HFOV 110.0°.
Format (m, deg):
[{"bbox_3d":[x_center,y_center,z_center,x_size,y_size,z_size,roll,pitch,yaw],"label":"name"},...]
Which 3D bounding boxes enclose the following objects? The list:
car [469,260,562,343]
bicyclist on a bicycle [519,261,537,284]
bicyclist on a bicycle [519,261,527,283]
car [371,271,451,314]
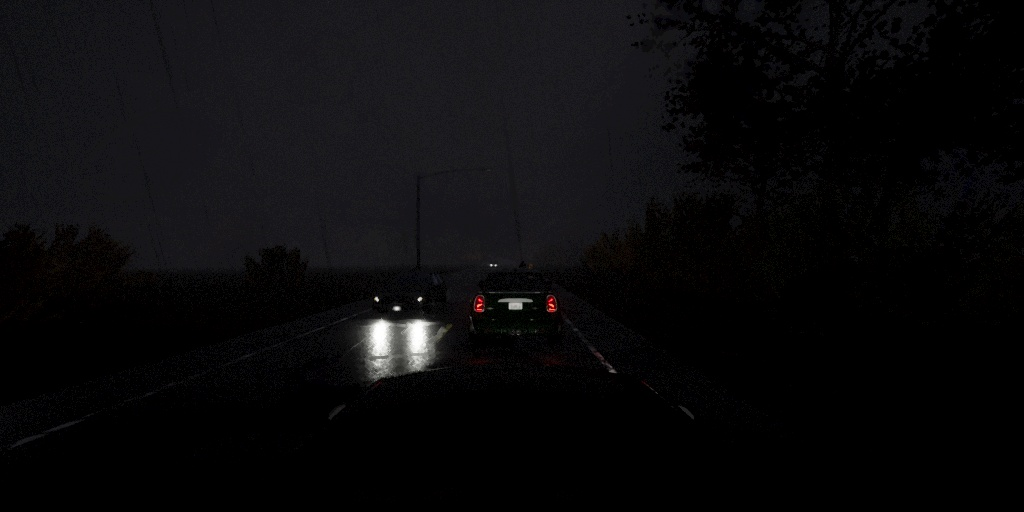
[{"bbox_3d":[0.067,1.099,9.862,2.097,1.767,4.553,0,0,0],"label":"car"},{"bbox_3d":[0.893,1.181,17.207,0.866,1.612,1.509,0,0,0],"label":"bicyclist on a bicycle"},{"bbox_3d":[0.823,1.193,27.323,0.582,1.620,1.656,0,0,0],"label":"bicyclist on a bicycle"},{"bbox_3d":[-3.658,1.293,14.069,2.033,1.411,5.357,0,0,0],"label":"car"}]
